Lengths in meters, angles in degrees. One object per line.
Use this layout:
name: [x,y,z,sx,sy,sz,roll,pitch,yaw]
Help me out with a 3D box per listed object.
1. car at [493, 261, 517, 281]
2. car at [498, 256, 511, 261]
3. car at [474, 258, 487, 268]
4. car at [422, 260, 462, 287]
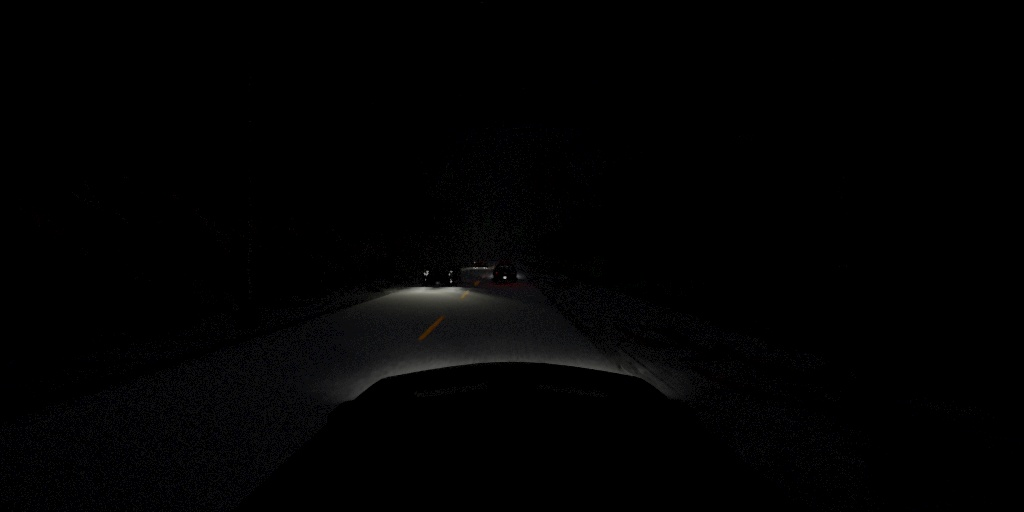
car: [-0.593,1.348,29.834,1.895,1.301,4.718,0,0,-1]
car: [-1.300,0.965,62.929,2.150,2.045,5.566,0,0,-1]
car: [-5.382,1.089,61.861,2.097,1.767,4.553,0,-1,-1]
car: [-4.656,1.082,24.454,2.097,1.767,4.553,0,0,-1]
